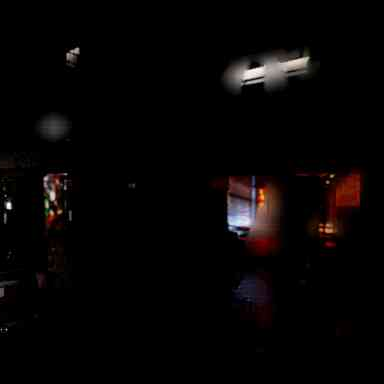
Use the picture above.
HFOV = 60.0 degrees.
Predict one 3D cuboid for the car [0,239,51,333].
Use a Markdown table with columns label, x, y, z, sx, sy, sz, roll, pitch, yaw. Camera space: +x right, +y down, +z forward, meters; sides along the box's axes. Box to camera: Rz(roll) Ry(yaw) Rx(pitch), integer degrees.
| label | x | y | z | sx | sy | sz | roll | pitch | yaw |
| --- | --- | --- | --- | --- | --- | --- | --- | --- | --- |
| car | -4.346 | 1.473 | 5.810 | 4.097 | 1.590 | 1.967 | 0 | 1 | 35 |
